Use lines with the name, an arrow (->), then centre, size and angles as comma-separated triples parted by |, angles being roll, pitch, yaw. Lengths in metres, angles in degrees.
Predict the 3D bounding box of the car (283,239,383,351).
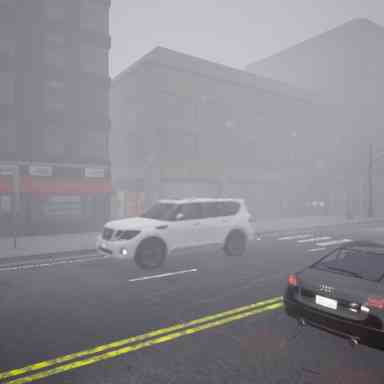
car -> 3.585, 1.564, 5.976 | 4.181, 1.385, 1.994 | 0, 0, -35

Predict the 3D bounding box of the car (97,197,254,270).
car -> -0.336, 1.221, 11.409 | 5.566, 2.045, 2.150 | 0, 0, -35
